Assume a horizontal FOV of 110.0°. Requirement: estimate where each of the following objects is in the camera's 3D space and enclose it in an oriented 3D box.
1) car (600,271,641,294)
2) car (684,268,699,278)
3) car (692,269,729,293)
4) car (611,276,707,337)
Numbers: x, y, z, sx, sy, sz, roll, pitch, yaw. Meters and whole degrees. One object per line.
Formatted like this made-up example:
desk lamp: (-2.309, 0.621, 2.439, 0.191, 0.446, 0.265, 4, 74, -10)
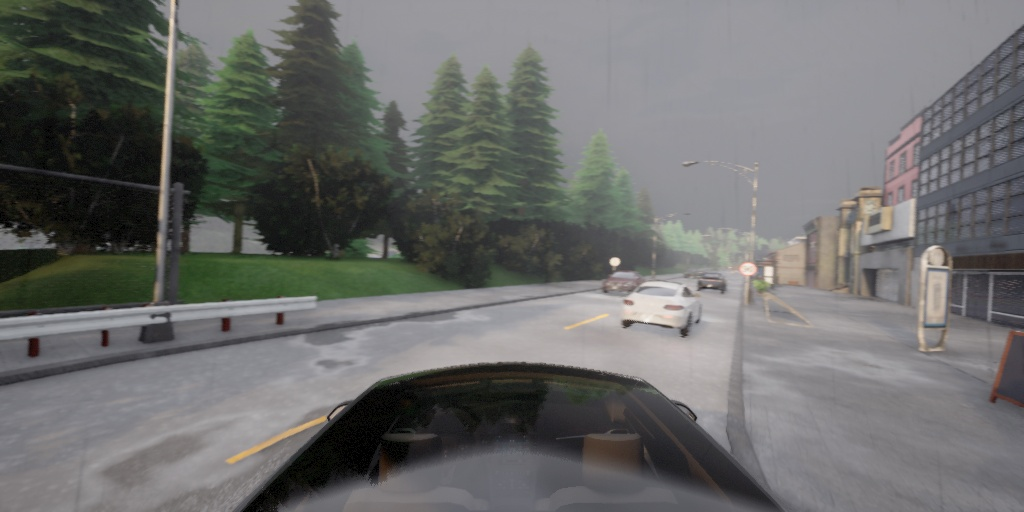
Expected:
car: (7.256, 1.661, 22.815, 1.812, 1.442, 4.674, 3, 0, 33)
car: (27.020, 2.552, 53.332, 2.097, 1.767, 4.553, 3, 0, 33)
car: (16.140, 2.108, 28.854, 2.128, 1.511, 4.902, 3, 0, 33)
car: (4.894, 1.536, 11.537, 1.812, 1.442, 4.674, 3, 0, 33)
